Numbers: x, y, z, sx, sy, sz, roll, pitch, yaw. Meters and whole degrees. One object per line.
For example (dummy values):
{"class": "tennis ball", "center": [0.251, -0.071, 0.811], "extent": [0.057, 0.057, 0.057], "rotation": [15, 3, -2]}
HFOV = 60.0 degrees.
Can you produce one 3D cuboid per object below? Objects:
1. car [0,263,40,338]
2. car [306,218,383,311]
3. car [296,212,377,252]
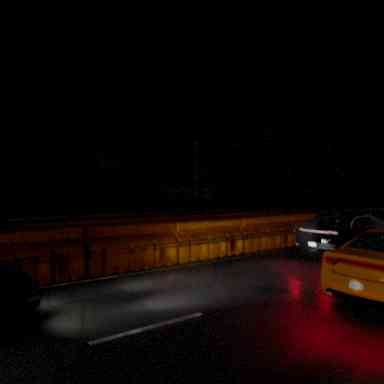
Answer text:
{"class": "car", "center": [-4.772, 1.601, 4.643], "extent": [4.718, 1.301, 1.895], "rotation": [0, 0, -36]}
{"class": "car", "center": [4.873, 1.477, 7.224], "extent": [5.008, 1.535, 1.882], "rotation": [0, 0, -35]}
{"class": "car", "center": [5.901, 1.491, 12.256], "extent": [4.902, 1.511, 2.128], "rotation": [0, 0, -36]}
